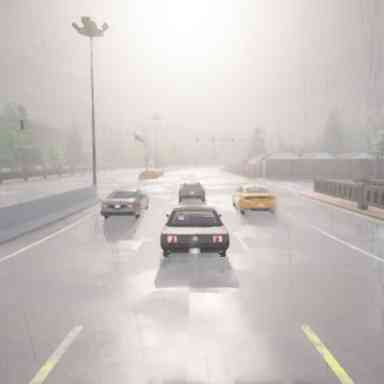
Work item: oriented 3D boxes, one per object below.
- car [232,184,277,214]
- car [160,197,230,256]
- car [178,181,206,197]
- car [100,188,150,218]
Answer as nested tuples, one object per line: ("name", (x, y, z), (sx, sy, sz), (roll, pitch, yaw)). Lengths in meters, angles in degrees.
("car", (3.520, 0.292, 19.413), (1.882, 1.535, 5.008), (0, 5, 0))
("car", (0.066, 1.118, 10.956), (1.895, 1.301, 4.718), (0, 4, 0))
("car", (-0.010, -0.149, 25.211), (1.994, 1.385, 4.181), (0, 5, 0))
("car", (-3.470, 0.494, 17.935), (2.033, 1.411, 5.357), (0, 5, 0))
